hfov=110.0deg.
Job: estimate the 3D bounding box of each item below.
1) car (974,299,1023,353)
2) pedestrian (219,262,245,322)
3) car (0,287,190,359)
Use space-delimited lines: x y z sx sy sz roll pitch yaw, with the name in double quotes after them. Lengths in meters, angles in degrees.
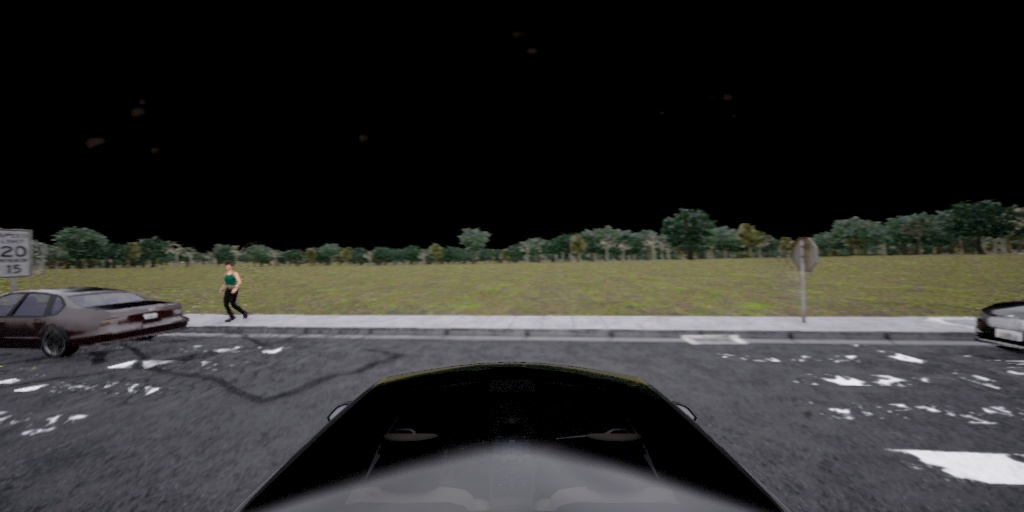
11.026 1.060 5.930 4.902 1.511 2.128 -1 0 7 "car"
-8.436 1.021 10.764 0.375 1.860 0.375 -2 -1 7 "pedestrian"
-10.720 1.454 8.466 5.357 1.411 2.033 -1 0 7 "car"
